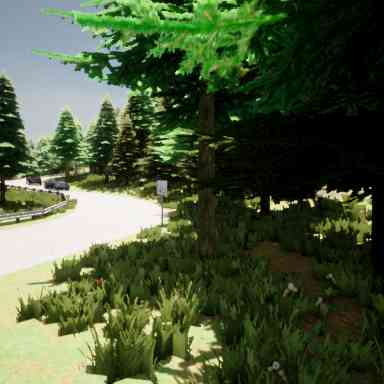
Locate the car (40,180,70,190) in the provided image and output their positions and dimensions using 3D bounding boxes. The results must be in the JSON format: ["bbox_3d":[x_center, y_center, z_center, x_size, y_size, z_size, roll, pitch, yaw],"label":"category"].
[{"bbox_3d":[-18.773,-0.986,46.136,4.181,1.385,1.994,6,4,40],"label":"car"}]

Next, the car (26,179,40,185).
[{"bbox_3d":[-25.392,-1.912,53.410,1.837,1.490,4.892,0,5,-33],"label":"car"}]
